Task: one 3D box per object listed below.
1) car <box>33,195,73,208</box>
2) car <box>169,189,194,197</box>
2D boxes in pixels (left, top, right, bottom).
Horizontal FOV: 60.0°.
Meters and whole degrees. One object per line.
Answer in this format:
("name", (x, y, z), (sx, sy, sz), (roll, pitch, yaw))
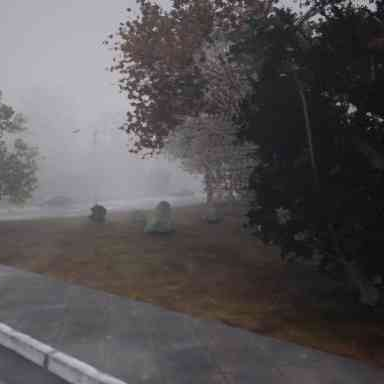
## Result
("car", (-17.479, 1.177, 42.012), (1.837, 1.490, 4.892), (0, 2, 39))
("car", (-1.791, 0.142, 61.325), (2.033, 1.411, 5.357), (0, 3, 39))
